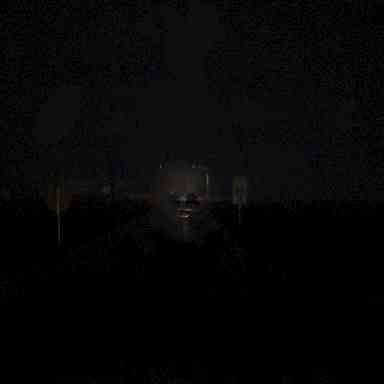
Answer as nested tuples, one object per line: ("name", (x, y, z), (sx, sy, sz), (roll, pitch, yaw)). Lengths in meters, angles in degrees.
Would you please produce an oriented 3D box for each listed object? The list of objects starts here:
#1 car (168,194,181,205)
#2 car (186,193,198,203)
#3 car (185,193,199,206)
("car", (-2.753, 1.108, 52.349), (1.882, 1.535, 5.008), (-1, 1, 0))
("car", (-0.002, 1.017, 57.355), (1.837, 1.490, 4.892), (-1, 1, 0))
("car", (-0.003, 1.194, 47.321), (1.812, 1.442, 4.674), (-1, 1, 0))
